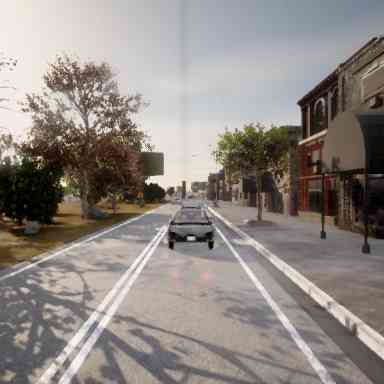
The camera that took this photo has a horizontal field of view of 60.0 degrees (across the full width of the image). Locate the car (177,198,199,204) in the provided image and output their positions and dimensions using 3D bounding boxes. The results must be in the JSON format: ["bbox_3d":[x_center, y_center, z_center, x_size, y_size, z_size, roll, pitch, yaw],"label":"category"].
[{"bbox_3d":[-0.095,1.598,29.674,1.882,1.535,5.008,0,0,0],"label":"car"}]

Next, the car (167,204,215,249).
[{"bbox_3d":[-0.042,1.514,14.674,2.128,1.511,4.902,0,0,0],"label":"car"}]

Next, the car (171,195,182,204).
[{"bbox_3d":[-3.509,1.619,76.496,2.150,2.045,5.566,0,0,0],"label":"car"}]
